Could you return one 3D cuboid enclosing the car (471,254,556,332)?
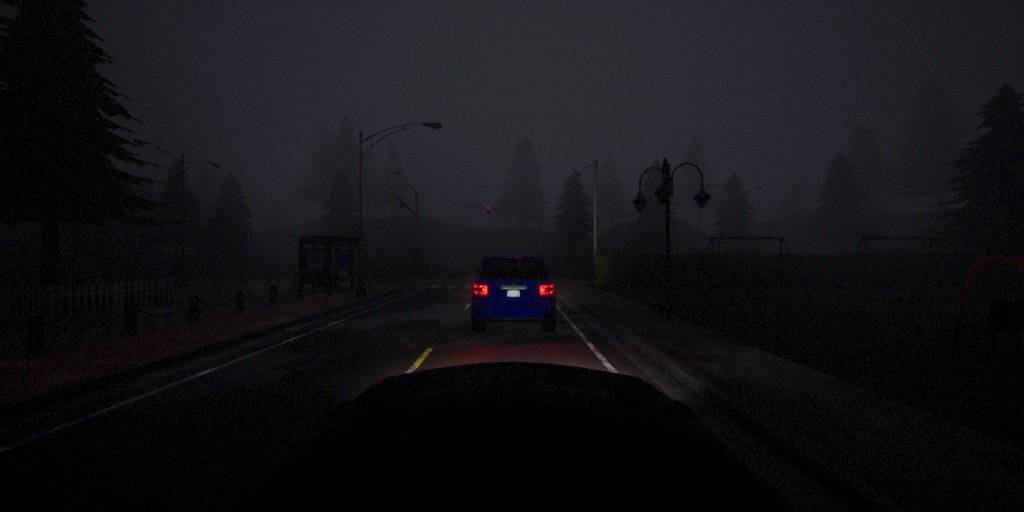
[{"bbox_3d":[0.057,0.965,10.993,2.150,2.045,5.566,0,0,0],"label":"car"}]
